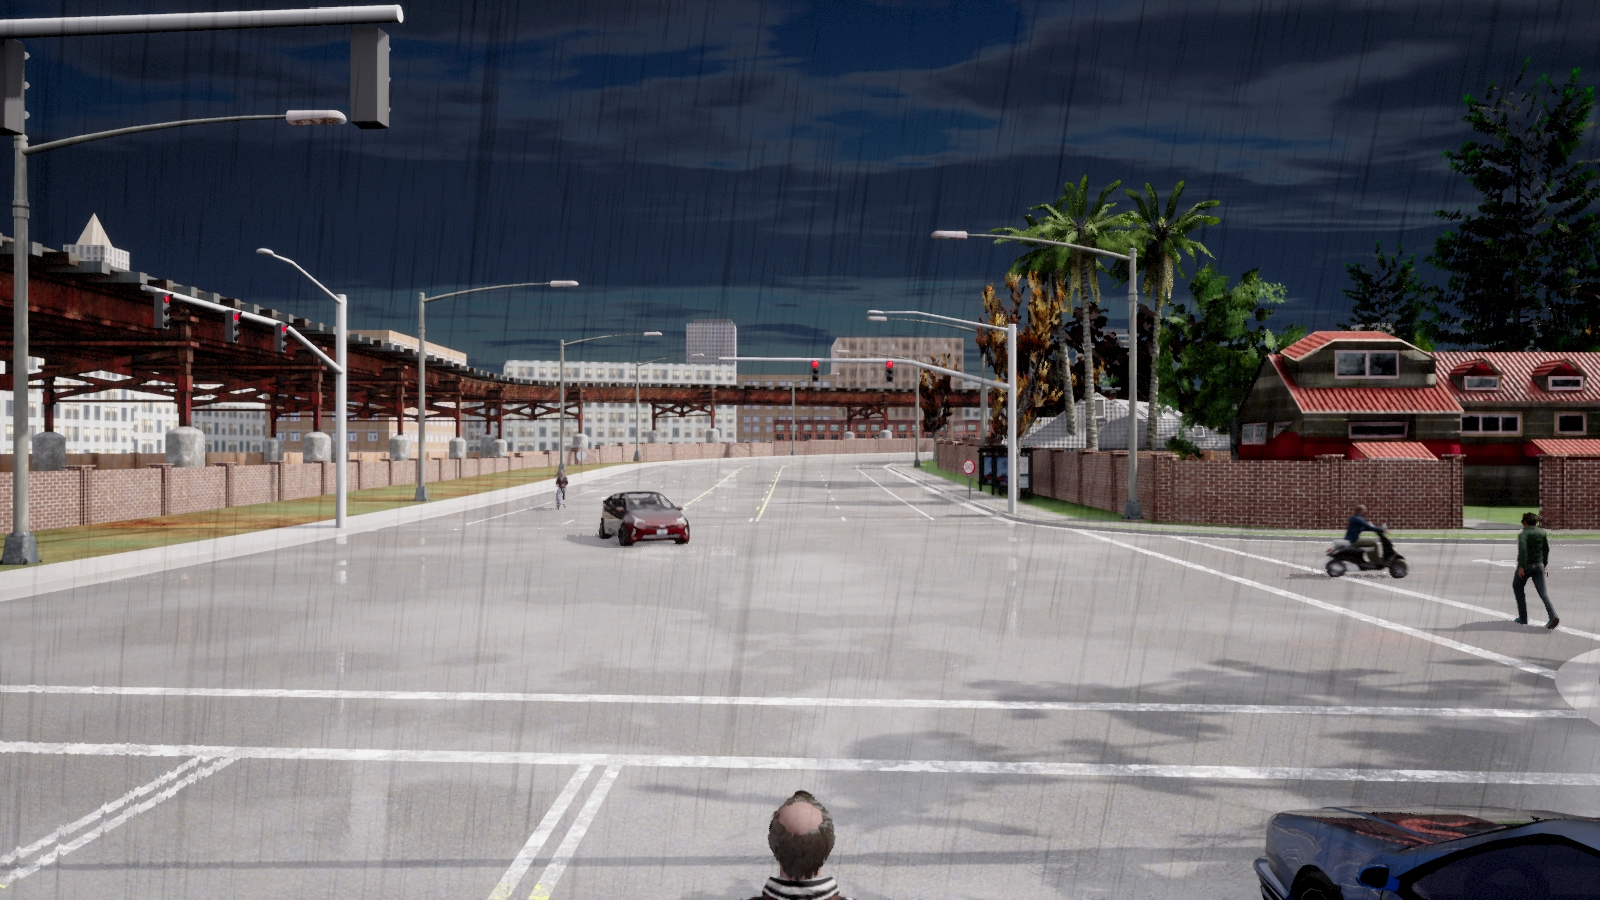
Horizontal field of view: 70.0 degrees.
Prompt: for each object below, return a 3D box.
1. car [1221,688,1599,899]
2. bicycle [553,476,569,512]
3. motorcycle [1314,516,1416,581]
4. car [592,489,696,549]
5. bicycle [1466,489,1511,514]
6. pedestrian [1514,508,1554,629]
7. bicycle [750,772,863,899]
[{"bbox_3d":[3.467,2.106,4.038,2.033,1.411,5.357,0,0,1],"label":"car"},{"bbox_3d":[-10.522,1.923,50.325,0.329,1.496,1.835,0,0,0],"label":"bicycle"},{"bbox_3d":[12.306,2.133,24.914,1.805,1.341,0.856,0,0,4],"label":"motorcycle"},{"bbox_3d":[-4.778,2.015,34.422,2.007,1.525,4.514,0,0,-23],"label":"car"},{"bbox_3d":[30.371,2.256,50.424,1.487,1.080,0.859,0,0,-1],"label":"bicycle"},{"bbox_3d":[11.516,1.848,17.930,0.375,1.860,0.375,0,0,-3],"label":"pedestrian"},{"bbox_3d":[0.019,2.048,3.681,0.329,1.496,1.835,0,0,0],"label":"bicycle"}]
